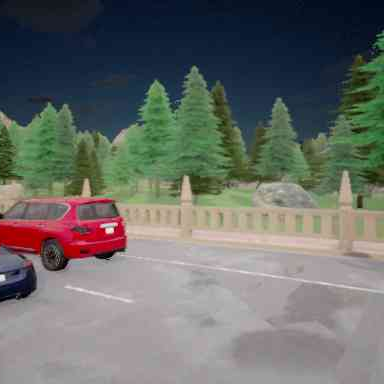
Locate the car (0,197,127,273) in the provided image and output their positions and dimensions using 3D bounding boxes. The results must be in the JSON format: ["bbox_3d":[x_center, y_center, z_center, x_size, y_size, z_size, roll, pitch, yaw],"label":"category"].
[{"bbox_3d":[-4.669,1.197,10.818,5.566,2.045,2.150,0,0,30],"label":"car"}]

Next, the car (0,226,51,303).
[{"bbox_3d":[-5.250,1.553,7.054,4.181,1.385,1.994,0,0,31],"label":"car"}]
